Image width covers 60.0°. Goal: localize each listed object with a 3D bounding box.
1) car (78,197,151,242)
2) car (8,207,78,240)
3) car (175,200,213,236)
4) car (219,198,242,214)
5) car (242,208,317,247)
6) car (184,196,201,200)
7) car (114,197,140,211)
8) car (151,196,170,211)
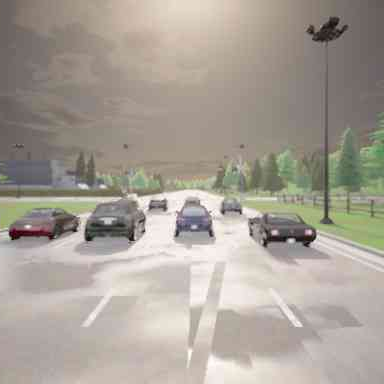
[{"bbox_3d":[-3.402,1.212,15.587,2.097,1.767,4.553,0,1,0],"label":"car"},{"bbox_3d":[-6.903,1.418,16.005,1.994,1.385,4.181,0,0,0],"label":"car"},{"bbox_3d":[0.096,1.369,17.232,1.812,1.442,4.674,0,1,0],"label":"car"},{"bbox_3d":[3.519,1.269,30.727,2.033,1.411,5.357,0,1,0],"label":"car"},{"bbox_3d":[3.597,1.471,14.276,1.895,1.301,4.718,0,0,0],"label":"car"},{"bbox_3d":[0.063,1.189,37.141,1.812,1.442,4.674,0,1,0],"label":"car"},{"bbox_3d":[-6.942,1.237,36.105,1.994,1.385,4.181,0,1,0],"label":"car"},{"bbox_3d":[-3.450,1.175,35.072,2.128,1.511,4.902,0,1,0],"label":"car"}]
